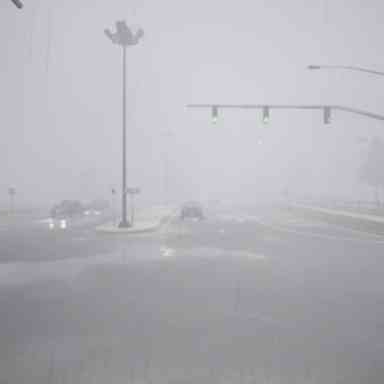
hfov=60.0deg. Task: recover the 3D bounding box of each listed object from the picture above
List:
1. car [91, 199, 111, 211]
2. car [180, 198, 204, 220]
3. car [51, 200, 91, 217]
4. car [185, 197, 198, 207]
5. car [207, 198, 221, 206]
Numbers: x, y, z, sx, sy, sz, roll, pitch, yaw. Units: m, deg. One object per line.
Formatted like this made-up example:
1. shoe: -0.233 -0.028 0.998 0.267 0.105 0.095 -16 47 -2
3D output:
1. car: -11.567 1.566 41.614 2.033 1.411 5.357 0 0 1
2. car: -0.005 1.539 28.061 1.812 1.442 4.674 0 0 0
3. car: -11.599 1.506 31.322 2.128 1.511 4.902 0 0 0
4. car: -0.009 1.588 53.495 1.994 1.385 4.181 0 0 0
5. car: 3.491 1.625 53.527 1.895 1.301 4.718 0 0 0
